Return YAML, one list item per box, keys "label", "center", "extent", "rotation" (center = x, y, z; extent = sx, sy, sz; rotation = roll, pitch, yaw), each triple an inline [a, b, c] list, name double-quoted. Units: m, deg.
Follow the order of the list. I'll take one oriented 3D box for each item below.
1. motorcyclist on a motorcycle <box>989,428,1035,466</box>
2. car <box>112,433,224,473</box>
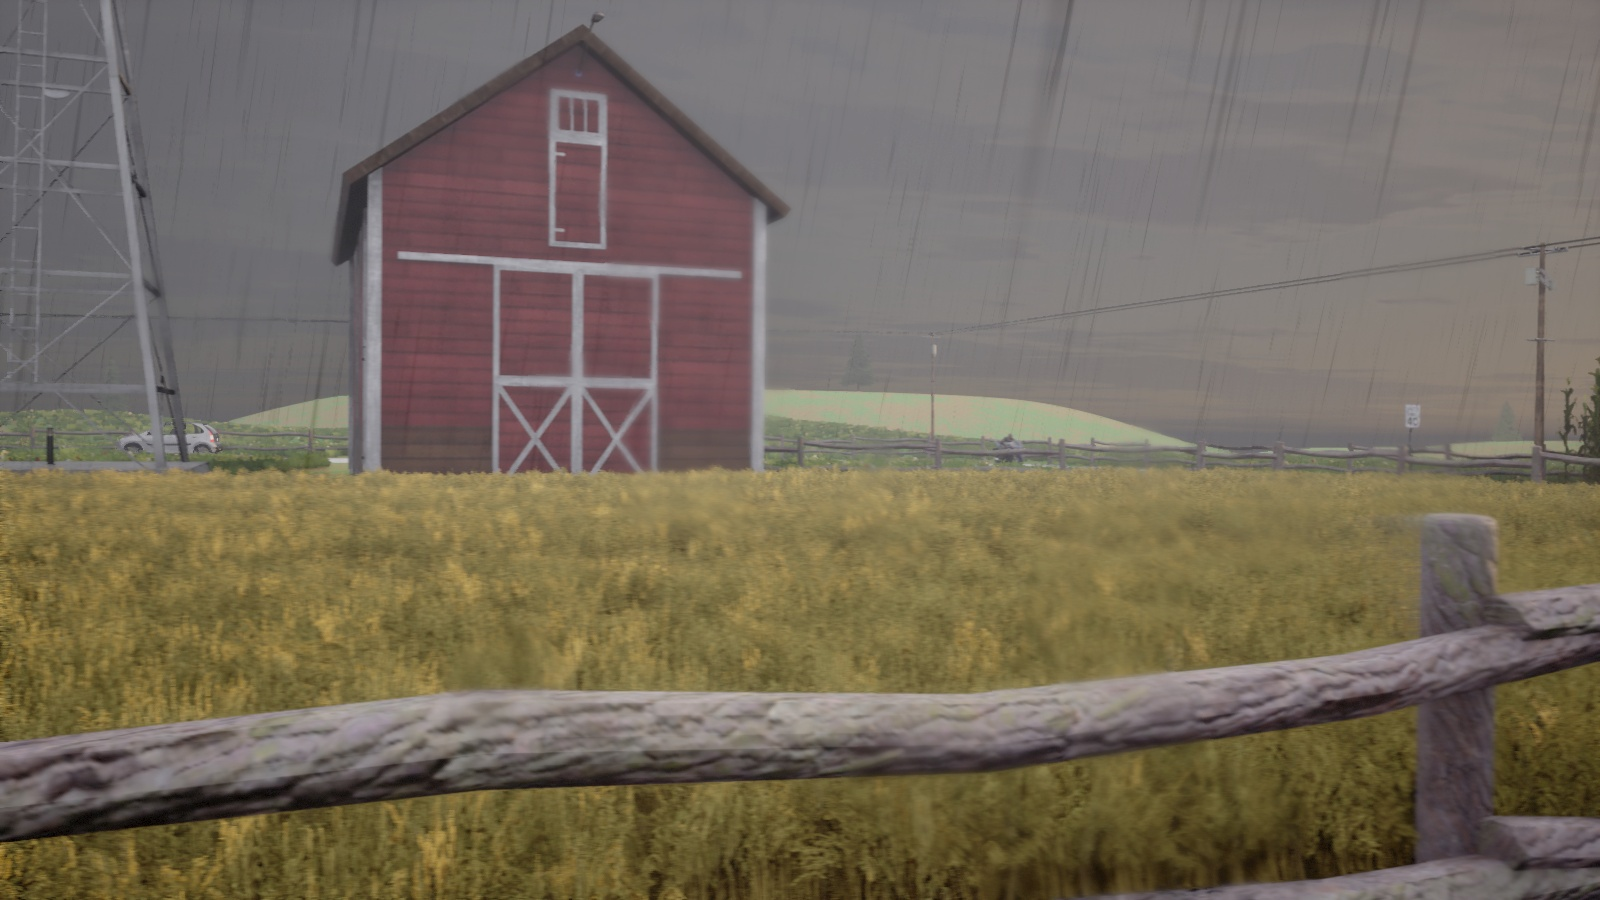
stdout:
- label: "motorcyclist on a motorcycle"
  center: [8.988, -0.134, 53.425]
  extent: [0.866, 1.530, 2.191]
  rotation: [-2, 1, -22]
- label: "car"
  center: [-27.095, 0.111, 53.984]
  extent: [3.988, 1.617, 1.851]
  rotation: [-1, 1, -15]
